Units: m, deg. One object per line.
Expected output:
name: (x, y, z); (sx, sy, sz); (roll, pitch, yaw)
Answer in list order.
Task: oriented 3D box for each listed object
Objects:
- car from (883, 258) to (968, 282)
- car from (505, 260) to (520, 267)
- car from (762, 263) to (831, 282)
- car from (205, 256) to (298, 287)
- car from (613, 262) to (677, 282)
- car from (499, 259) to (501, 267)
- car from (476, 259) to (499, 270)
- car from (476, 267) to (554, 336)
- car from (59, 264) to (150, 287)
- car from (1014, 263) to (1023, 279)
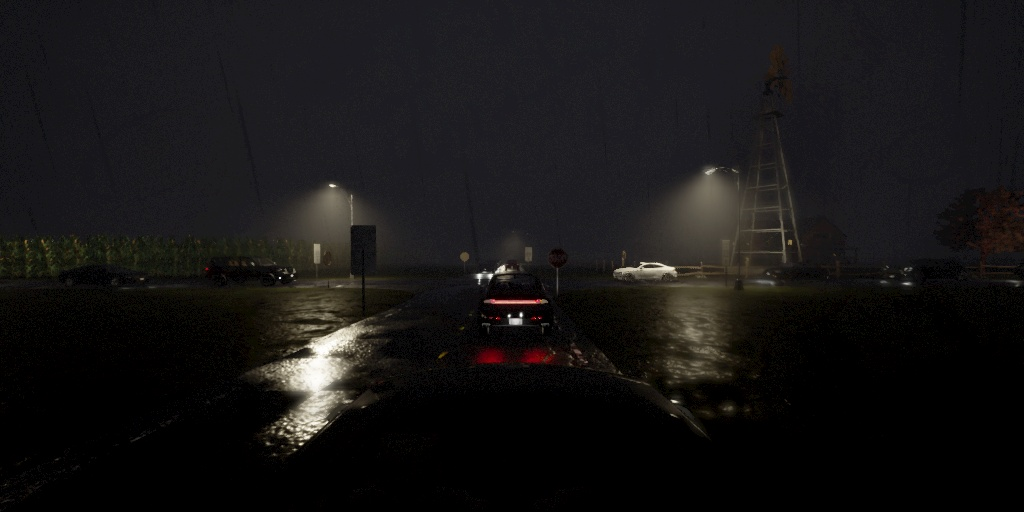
car: (31.025, 0.956, 27.045); (4.553, 1.767, 2.097); (0, 1, 2)
car: (0.017, 1.239, 49.743); (1.812, 1.442, 4.674); (0, 0, 0)
car: (21.645, 1.203, 27.351); (4.181, 1.385, 1.994); (0, 1, 2)
car: (-18.155, 1.039, 25.087); (5.566, 2.045, 2.150); (0, 1, 0)
car: (10.159, 1.206, 27.473); (4.674, 1.442, 1.812); (0, 1, -2)
car: (-2.934, 1.217, 50.429); (1.837, 1.490, 4.892); (0, 0, 0)
car: (-2.927, 1.287, 41.529); (1.994, 1.385, 4.181); (0, 0, 1)
car: (0.094, 1.239, 10.367); (2.128, 1.511, 4.902); (0, 0, 0)
car: (-28.404, 1.333, 25.091); (5.008, 1.535, 1.882); (0, 1, 0)
car: (41.311, 0.790, 26.604); (5.566, 2.045, 2.150); (0, 1, 3)
